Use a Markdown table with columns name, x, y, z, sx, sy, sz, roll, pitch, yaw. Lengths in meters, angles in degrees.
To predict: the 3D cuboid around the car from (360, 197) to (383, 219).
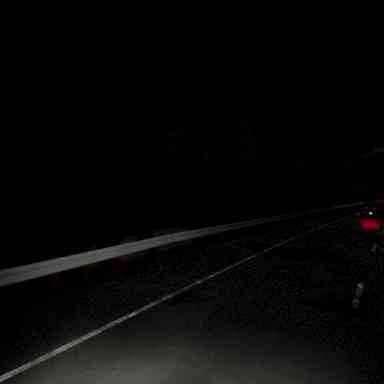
| name | x | y | z | sx | sy | sz | roll | pitch | yaw |
| --- | --- | --- | --- | --- | --- | --- | --- | --- | --- |
| car | 16.200 | 1.505 | 29.493 | 1.837 | 1.490 | 4.892 | 0 | 0 | 35 |

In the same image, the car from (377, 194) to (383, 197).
| name | x | y | z | sx | sy | sz | roll | pitch | yaw |
| --- | --- | --- | --- | --- | --- | --- | --- | --- | --- |
| car | 22.295 | 1.221 | 38.000 | 2.150 | 2.045 | 5.566 | 0 | 0 | 36 |
